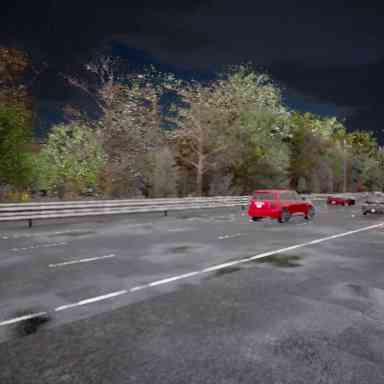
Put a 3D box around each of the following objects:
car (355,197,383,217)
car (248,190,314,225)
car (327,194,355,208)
[{"bbox_3d":[14.783,1.113,25.719,2.128,1.511,4.902,0,1,45],"label":"car"},{"bbox_3d":[5.916,0.911,21.753,2.150,2.045,5.566,0,1,45],"label":"car"},{"bbox_3d":[17.253,0.960,38.144,1.882,1.535,5.008,0,1,45],"label":"car"}]
